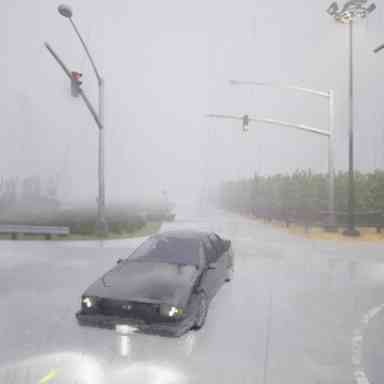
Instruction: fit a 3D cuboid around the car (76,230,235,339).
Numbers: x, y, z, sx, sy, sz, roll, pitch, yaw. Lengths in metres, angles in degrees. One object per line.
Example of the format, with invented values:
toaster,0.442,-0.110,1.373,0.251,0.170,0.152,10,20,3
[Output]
car,-0.246,1.600,7.369,2.033,1.411,5.357,0,0,16
